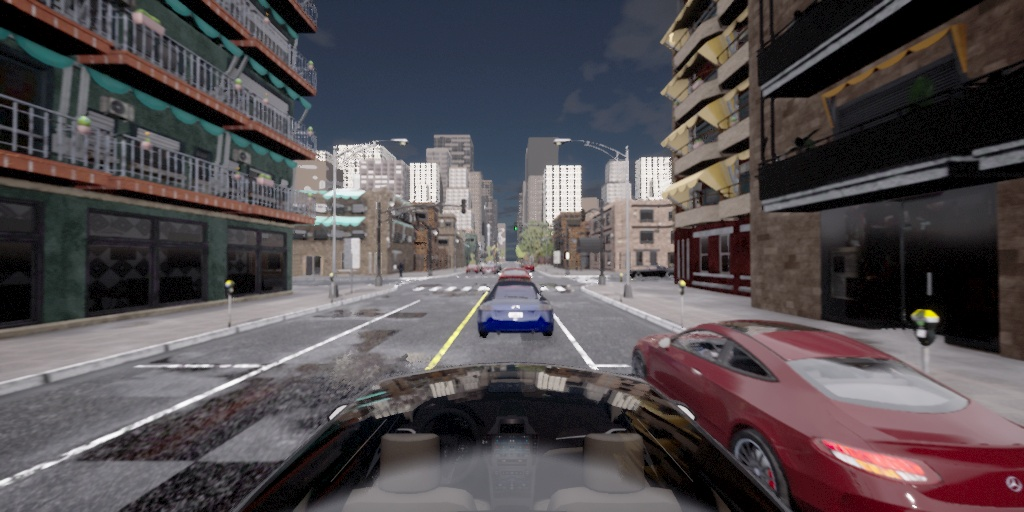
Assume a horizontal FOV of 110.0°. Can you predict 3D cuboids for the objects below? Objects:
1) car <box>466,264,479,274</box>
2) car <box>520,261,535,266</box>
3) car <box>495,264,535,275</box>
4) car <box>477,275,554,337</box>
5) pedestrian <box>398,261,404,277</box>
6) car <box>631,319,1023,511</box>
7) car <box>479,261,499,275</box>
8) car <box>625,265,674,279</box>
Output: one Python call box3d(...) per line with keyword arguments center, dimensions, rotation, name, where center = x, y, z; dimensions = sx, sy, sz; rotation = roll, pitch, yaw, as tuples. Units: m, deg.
box3d(center=(-5.797, 1.895, 53.174), dimensions=(1.888, 1.381, 4.507), rotation=(0, 0, 0), name="car")
box3d(center=(2.669, 1.732, 58.698), dimensions=(2.192, 1.841, 5.009), rotation=(0, 0, 0), name="car")
box3d(center=(0.211, 1.454, 21.618), dimensions=(1.882, 1.535, 5.008), rotation=(0, -1, 2), name="car")
box3d(center=(0.094, 1.414, 10.645), dimensions=(1.994, 1.385, 4.181), rotation=(0, -1, 0), name="car")
box3d(center=(-12.526, 1.481, 40.441), dimensions=(0.375, 1.860, 0.375), rotation=(0, 0, 0), name="pedestrian")
box3d(center=(2.690, 1.357, 3.950), dimensions=(1.802, 1.307, 4.207), rotation=(0, 0, 0), name="car")
box3d(center=(-3.104, 1.832, 49.668), dimensions=(1.812, 1.442, 4.674), rotation=(0, -1, 0), name="car")
box3d(center=(13.549, 1.559, 34.923), dimensions=(4.718, 1.301, 1.895), rotation=(-1, -1, 0), name="car")
